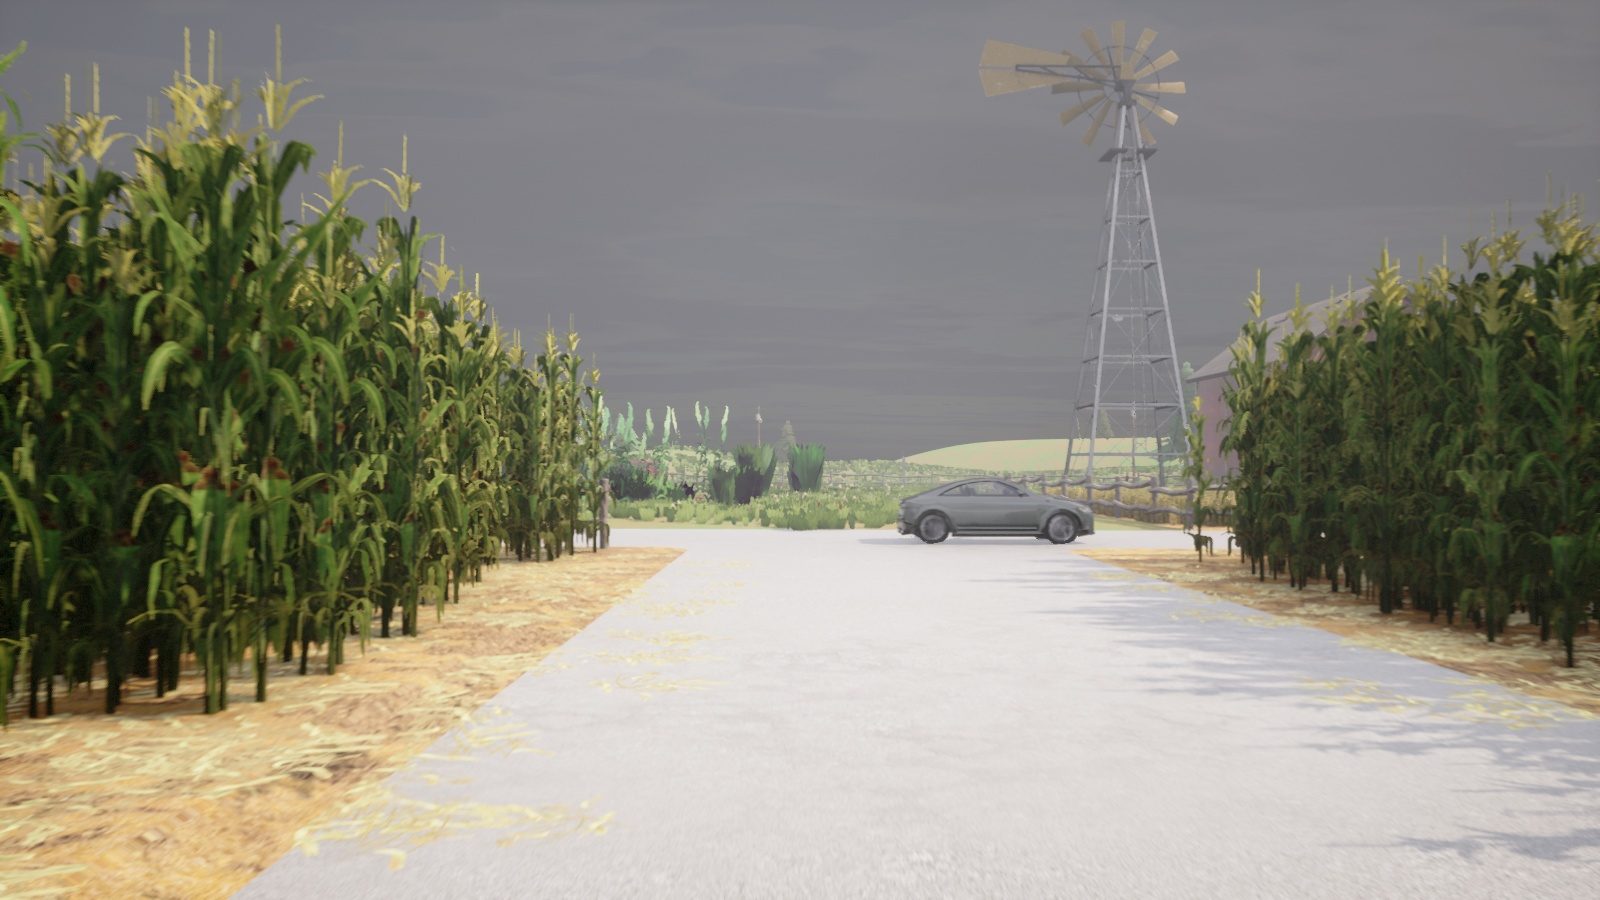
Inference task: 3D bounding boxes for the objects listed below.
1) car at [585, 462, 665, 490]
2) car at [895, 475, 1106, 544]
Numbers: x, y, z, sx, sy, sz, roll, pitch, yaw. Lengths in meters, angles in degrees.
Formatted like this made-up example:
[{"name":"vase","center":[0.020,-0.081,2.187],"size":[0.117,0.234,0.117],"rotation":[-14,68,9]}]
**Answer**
[{"name":"car","center":[-12.983,1.910,93.287],"size":[5.566,2.045,2.150],"rotation":[0,-1,5]},{"name":"car","center":[4.199,1.250,26.870],"size":[4.181,1.385,1.994],"rotation":[0,-1,0]}]
